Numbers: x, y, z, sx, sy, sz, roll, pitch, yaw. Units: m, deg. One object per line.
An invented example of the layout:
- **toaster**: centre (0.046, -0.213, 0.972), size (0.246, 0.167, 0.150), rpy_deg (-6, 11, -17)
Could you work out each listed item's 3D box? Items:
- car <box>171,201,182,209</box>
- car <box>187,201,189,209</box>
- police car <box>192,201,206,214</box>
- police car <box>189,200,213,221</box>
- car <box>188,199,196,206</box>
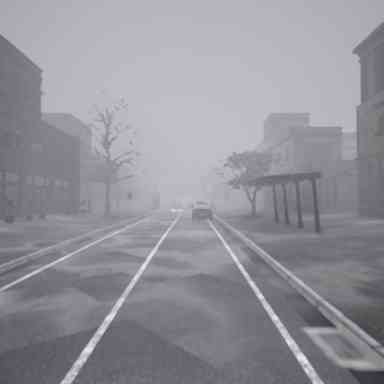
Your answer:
- **car**: centre (-3.002, 2.533, 64.580), size (2.128, 1.511, 4.902), rpy_deg (0, -1, 1)
- **car**: centre (0.024, 2.603, 67.146), size (1.812, 1.442, 4.674), rpy_deg (0, -1, 0)
- **police car**: centre (0.917, 2.136, 47.417), size (1.930, 1.638, 5.238), rpy_deg (0, -1, 0)
- **police car**: centre (0.911, 1.824, 31.420), size (1.930, 1.638, 5.238), rpy_deg (0, -1, 0)
- **car**: centre (0.030, 2.551, 82.116), size (2.097, 1.767, 4.553), rpy_deg (0, -1, 0)
